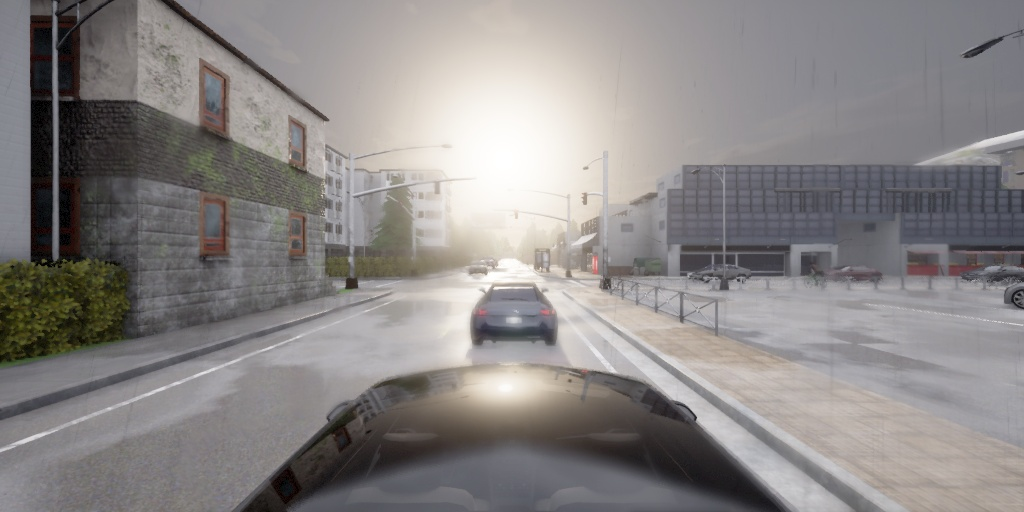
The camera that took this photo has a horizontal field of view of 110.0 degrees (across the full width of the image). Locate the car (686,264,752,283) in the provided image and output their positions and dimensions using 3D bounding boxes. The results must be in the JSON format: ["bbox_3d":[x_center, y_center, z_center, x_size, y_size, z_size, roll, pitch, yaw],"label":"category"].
[{"bbox_3d":[17.032,1.418,29.600,4.902,1.511,2.128,0,0,0],"label":"car"}]

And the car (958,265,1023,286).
[{"bbox_3d":[40.017,1.453,29.655,4.674,1.442,1.812,0,0,0],"label":"car"}]

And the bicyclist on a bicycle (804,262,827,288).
[{"bbox_3d":[18.689,1.227,22.123,0.582,1.620,1.656,0,0,0],"label":"bicyclist on a bicycle"}]

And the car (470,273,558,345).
[{"bbox_3d":[0.053,1.314,9.502,1.994,1.385,4.181,0,0,0],"label":"car"}]

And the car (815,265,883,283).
[{"bbox_3d":[27.799,1.452,29.631,4.674,1.442,1.812,0,0,0],"label":"car"}]

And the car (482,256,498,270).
[{"bbox_3d":[-3.655,0.973,53.772,2.150,2.045,5.566,0,0,0],"label":"car"}]

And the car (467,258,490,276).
[{"bbox_3d":[-3.484,1.256,37.356,1.837,1.490,4.892,0,0,-3],"label":"car"}]
